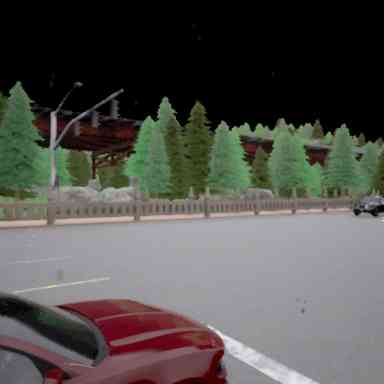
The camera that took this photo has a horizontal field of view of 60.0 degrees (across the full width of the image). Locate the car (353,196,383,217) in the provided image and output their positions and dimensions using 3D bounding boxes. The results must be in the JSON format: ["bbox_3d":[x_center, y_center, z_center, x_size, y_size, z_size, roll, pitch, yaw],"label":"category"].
[{"bbox_3d":[19.187,1.456,34.872,5.566,2.045,2.150,0,0,-36],"label":"car"}]

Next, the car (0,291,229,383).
[{"bbox_3d":[-1.936,1.476,2.367,5.008,1.535,1.882,1,0,-35],"label":"car"}]
